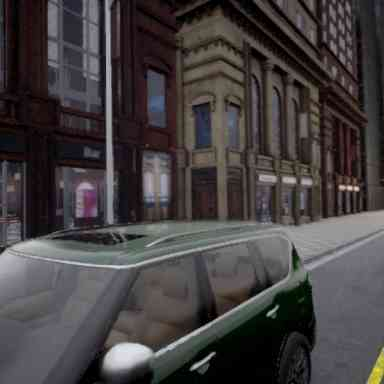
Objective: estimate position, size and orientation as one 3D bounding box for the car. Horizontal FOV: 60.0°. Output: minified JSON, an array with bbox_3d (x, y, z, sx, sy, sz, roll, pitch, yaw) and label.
[{"bbox_3d":[-0.678,1.346,2.893,2.150,2.045,5.566,-2,-3,38],"label":"car"}]
